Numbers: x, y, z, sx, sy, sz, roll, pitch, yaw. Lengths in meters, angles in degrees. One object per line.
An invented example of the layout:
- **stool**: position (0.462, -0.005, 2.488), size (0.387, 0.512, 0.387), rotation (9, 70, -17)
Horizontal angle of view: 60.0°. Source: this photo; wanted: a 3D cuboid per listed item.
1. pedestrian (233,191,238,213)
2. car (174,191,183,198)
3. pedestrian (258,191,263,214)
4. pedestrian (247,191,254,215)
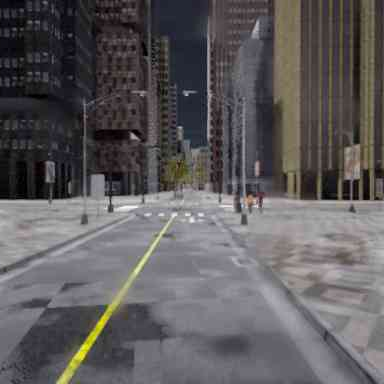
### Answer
- **pedestrian**: position (3.629, 0.848, 27.631), size (0.375, 1.860, 0.375), rotation (0, 1, 0)
- **car**: position (-3.099, 0.531, 77.427), size (2.097, 1.767, 4.553), rotation (0, 1, 0)
- **pedestrian**: position (5.608, 0.869, 27.032), size (0.375, 1.860, 0.375), rotation (0, 1, 0)
- **pedestrian**: position (4.629, 0.865, 26.431), size (0.375, 1.860, 0.375), rotation (0, 1, 0)
